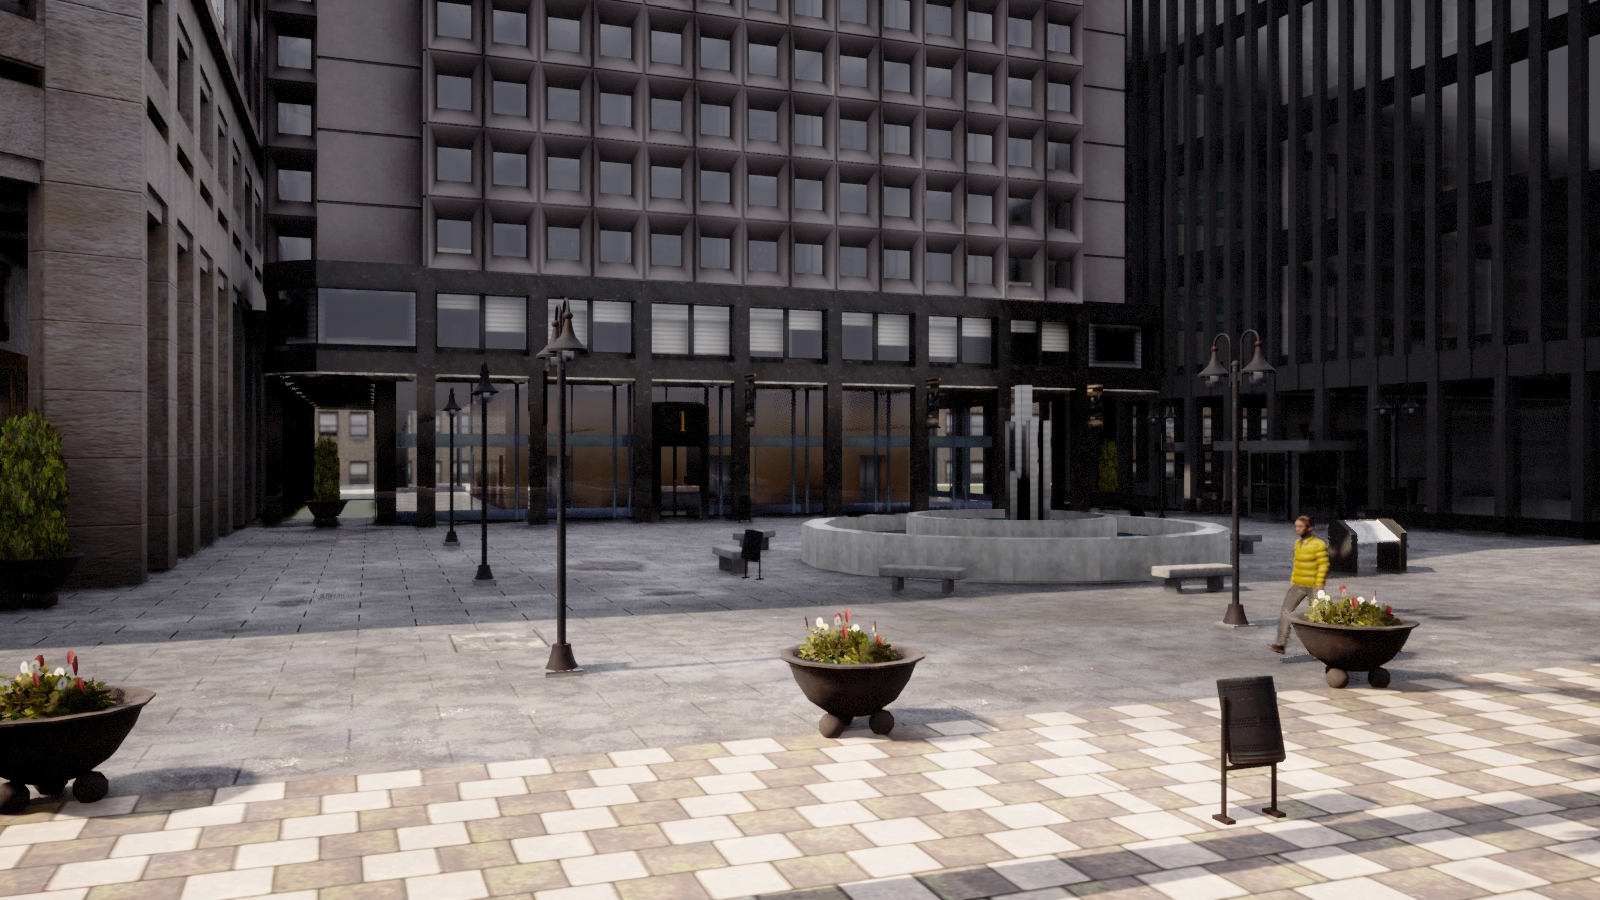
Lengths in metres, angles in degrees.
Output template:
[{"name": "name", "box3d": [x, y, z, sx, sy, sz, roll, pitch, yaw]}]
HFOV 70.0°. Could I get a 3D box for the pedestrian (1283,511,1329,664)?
[{"name": "pedestrian", "box3d": [6.327, 1.702, 14.289, 0.375, 1.860, 0.375, 0, 0, -20]}]
